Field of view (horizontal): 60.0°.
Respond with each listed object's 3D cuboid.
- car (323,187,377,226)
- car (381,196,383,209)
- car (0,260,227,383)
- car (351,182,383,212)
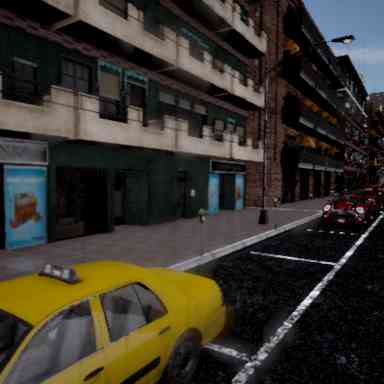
[{"bbox_3d":[8.077,0.756,17.122,1.967,1.590,4.097,2,3,34],"label":"car"},{"bbox_3d":[9.713,0.935,14.734,1.837,1.490,4.892,2,3,34],"label":"car"},{"bbox_3d":[-1.383,1.378,2.913,1.752,1.417,4.829,2,3,34],"label":"car"},{"bbox_3d":[11.200,0.454,21.806,2.192,1.841,5.009,2,3,34],"label":"car"}]
